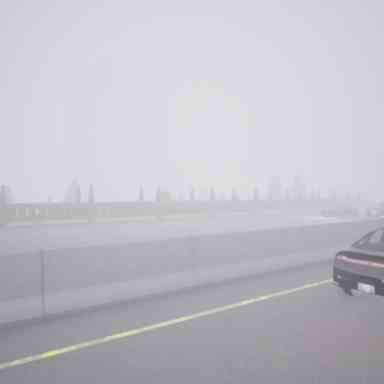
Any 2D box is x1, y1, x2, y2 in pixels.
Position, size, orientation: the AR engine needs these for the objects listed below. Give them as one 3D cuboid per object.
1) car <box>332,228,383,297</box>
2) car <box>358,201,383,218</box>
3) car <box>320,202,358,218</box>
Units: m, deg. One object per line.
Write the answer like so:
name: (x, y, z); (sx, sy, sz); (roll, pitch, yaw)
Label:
car: (5.102, 1.517, 7.368); (4.902, 1.511, 2.128); (0, 0, -35)
car: (17.135, 1.583, 29.364); (4.902, 1.511, 2.128); (0, 0, -39)
car: (13.843, 1.647, 31.231); (4.181, 1.385, 1.994); (0, 0, -38)
